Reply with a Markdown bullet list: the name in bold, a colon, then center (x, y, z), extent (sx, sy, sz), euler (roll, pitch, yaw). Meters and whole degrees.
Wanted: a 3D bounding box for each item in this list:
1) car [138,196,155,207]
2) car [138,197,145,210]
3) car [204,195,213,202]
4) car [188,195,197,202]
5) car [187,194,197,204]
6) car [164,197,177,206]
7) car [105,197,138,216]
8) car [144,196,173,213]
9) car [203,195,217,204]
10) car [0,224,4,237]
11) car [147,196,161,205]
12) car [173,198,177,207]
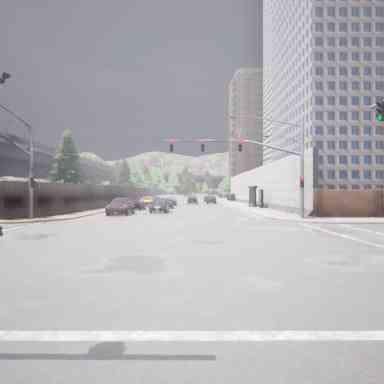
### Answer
- **car**: center (-7.012, 1.478, 51.376), extent (1.882, 1.535, 5.008), euler (0, 0, 0)
- **car**: center (-7.032, 1.601, 41.860), extent (1.895, 1.301, 4.718), euler (0, 0, 0)
- **car**: center (3.610, 1.500, 74.516), extent (1.837, 1.490, 4.892), euler (0, 0, 0)
- **car**: center (0.109, 1.328, 74.467), extent (1.837, 1.490, 4.892), euler (0, 0, 0)
- **car**: center (0.094, 1.478, 64.245), extent (1.882, 1.535, 5.008), euler (0, 0, 0)
- **car**: center (-3.496, 1.601, 55.360), extent (1.895, 1.301, 4.718), euler (0, 0, 0)
- **car**: center (-7.045, 1.352, 32.874), extent (2.097, 1.767, 4.553), euler (0, 0, 0)
- **car**: center (-3.535, 1.491, 36.458), extent (2.128, 1.511, 4.902), euler (0, 0, 0)
- **car**: center (3.694, 1.505, 64.119), extent (1.837, 1.490, 4.892), euler (0, 0, 0)
- **car**: center (-10.686, 1.594, 14.584), extent (4.181, 1.385, 1.994), euler (0, 0, -10)
- **car**: center (-6.973, 1.478, 61.449), extent (1.882, 1.535, 5.008), euler (0, 0, 1)
- **car**: center (-3.531, 1.564, 45.378), extent (1.994, 1.385, 4.181), euler (0, 0, -1)
